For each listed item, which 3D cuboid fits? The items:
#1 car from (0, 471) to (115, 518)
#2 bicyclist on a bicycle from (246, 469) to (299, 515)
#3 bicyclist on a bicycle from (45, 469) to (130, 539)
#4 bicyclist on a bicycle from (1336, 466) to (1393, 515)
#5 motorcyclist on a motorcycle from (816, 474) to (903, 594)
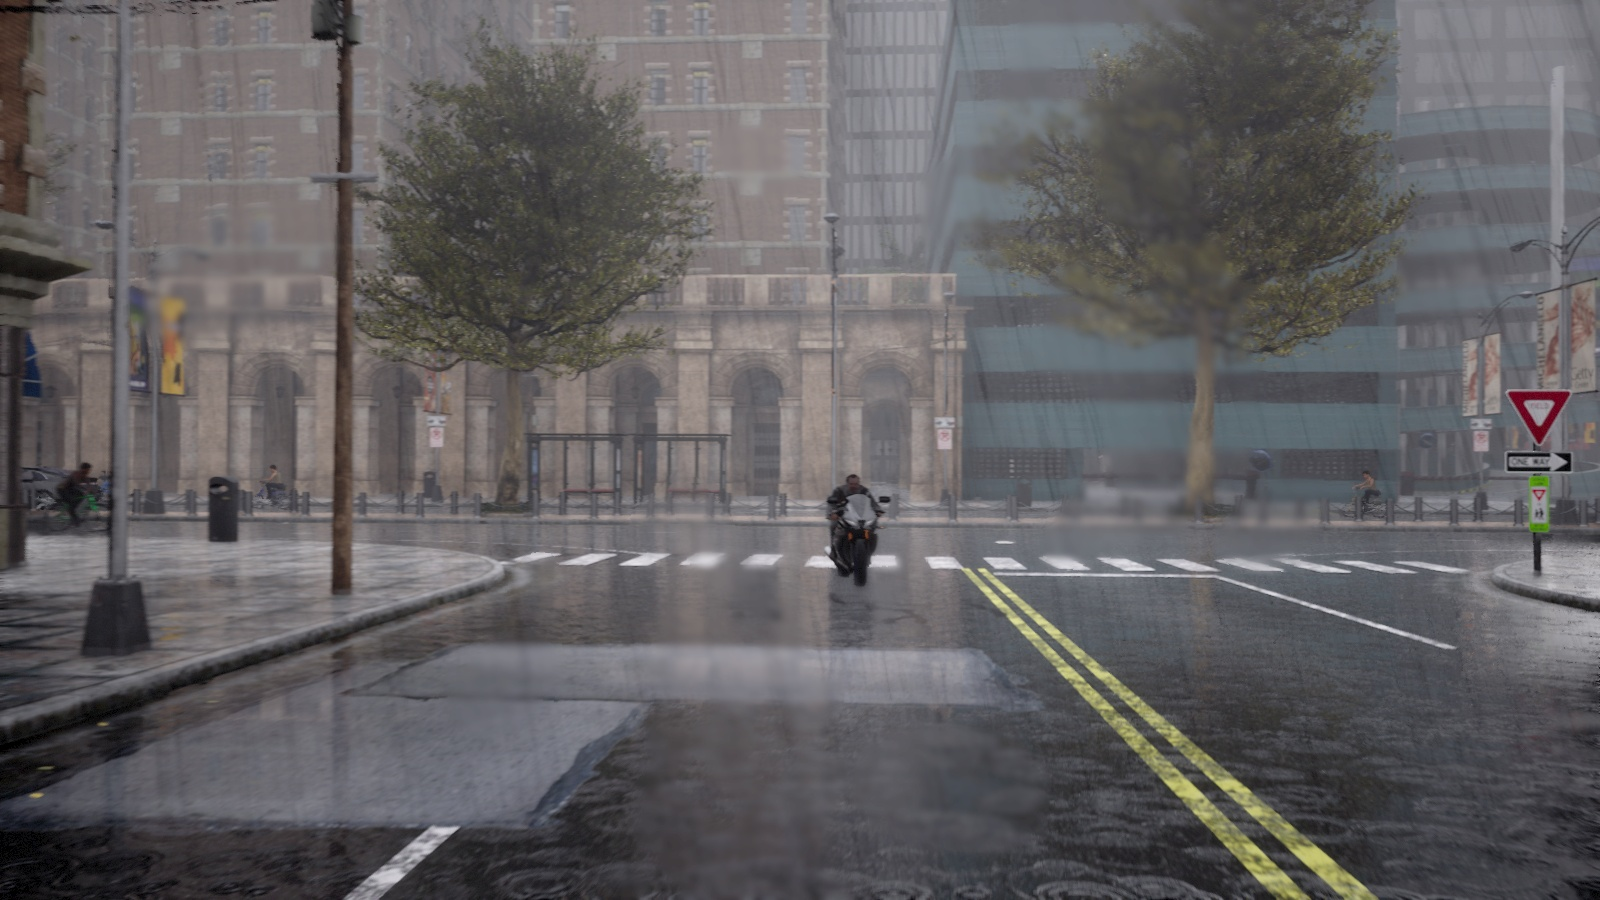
[{"bbox_3d":[-25.666,1.465,41.524,4.902,1.511,2.128,0,-1,4],"label":"car"},{"bbox_3d":[-18.692,1.472,44.533,1.509,1.612,0.866,0,-1,4],"label":"bicyclist on a bicycle"},{"bbox_3d":[-16.646,1.254,29.357,1.656,1.620,0.582,0,-1,4],"label":"bicyclist on a bicycle"},{"bbox_3d":[18.821,1.329,41.875,1.509,1.612,0.866,0,-1,4],"label":"bicyclist on a bicycle"},{"bbox_3d":[0.791,1.108,17.437,0.866,1.530,2.191,-1,-1,-6],"label":"motorcyclist on a motorcycle"}]
